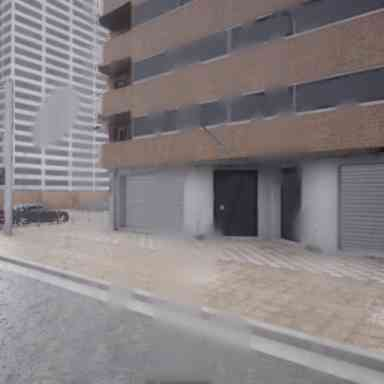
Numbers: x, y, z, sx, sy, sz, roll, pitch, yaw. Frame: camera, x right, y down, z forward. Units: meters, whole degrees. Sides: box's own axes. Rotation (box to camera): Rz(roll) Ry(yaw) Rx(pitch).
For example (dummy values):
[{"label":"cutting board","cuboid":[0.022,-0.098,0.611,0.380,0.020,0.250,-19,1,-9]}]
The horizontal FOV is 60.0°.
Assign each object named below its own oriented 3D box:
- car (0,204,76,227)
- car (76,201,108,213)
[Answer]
[{"label":"car","cuboid":[-11.109,1.607,23.661,1.837,1.490,4.892,-1,-1,37]},{"label":"car","cuboid":[-11.862,1.751,40.065,1.994,1.385,4.181,0,0,38]}]
